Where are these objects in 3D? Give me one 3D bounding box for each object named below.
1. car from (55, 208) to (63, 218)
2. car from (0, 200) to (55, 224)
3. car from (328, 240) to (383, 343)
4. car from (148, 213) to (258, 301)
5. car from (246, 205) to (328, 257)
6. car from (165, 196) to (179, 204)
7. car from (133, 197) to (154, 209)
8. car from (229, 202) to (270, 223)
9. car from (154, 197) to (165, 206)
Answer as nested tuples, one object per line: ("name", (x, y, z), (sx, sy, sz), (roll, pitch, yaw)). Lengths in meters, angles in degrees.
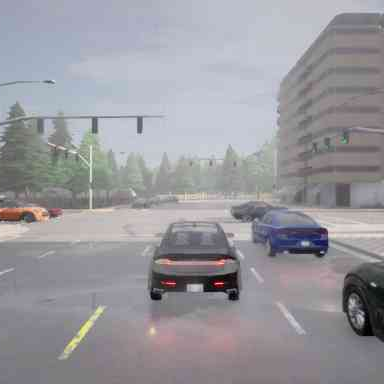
("car", (-13.532, 1.651, 28.182), (4.718, 1.301, 1.895), (0, 0, 0))
("car", (-13.077, 1.396, 24.685), (4.553, 1.767, 2.097), (0, 0, 0))
("car", (3.600, 1.352, 3.829), (2.097, 1.767, 4.553), (0, 0, 0))
("car", (0.068, 1.492, 8.335), (2.128, 1.511, 4.902), (0, 0, 0))
("car", (3.586, 1.478, 12.980), (1.882, 1.535, 5.008), (0, 0, 0))
("car", (-4.216, 1.505, 66.285), (1.837, 1.490, 4.892), (0, 0, 20))
("car", (-6.979, 1.525, 46.413), (1.812, 1.442, 4.674), (0, 0, 2))
("car", (5.277, 1.608, 24.786), (4.718, 1.301, 1.895), (0, 0, 0))
("car", (-6.361, 1.525, 56.316), (1.812, 1.442, 4.674), (0, 0, 8))
